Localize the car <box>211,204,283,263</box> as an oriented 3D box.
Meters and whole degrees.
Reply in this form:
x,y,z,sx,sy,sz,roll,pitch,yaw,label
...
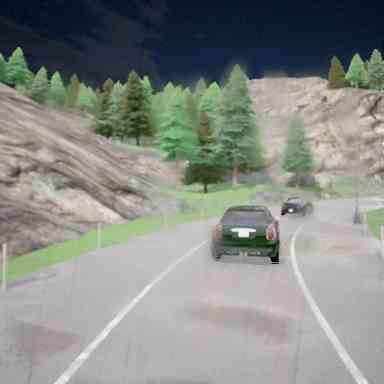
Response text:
x,y,z,sx,sy,sz,roll,pitch,yaw,label
2.064,1.252,11.939,2.097,1.767,4.553,0,1,14,car

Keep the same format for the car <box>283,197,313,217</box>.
x,y,z,sx,sy,sz,roll,pitch,yaw,label
8.410,1.139,26.528,1.812,1.442,4.674,0,1,29,car
